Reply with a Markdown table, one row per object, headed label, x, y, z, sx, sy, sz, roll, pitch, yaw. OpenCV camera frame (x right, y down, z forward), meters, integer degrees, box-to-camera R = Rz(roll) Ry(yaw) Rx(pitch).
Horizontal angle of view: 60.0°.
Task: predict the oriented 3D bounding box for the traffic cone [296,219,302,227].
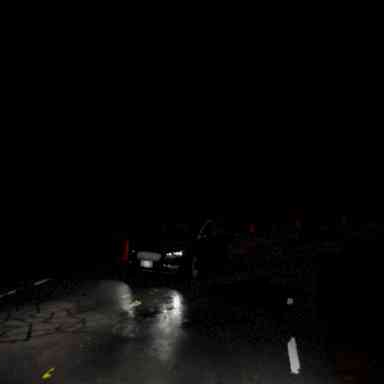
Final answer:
| label | x | y | z | sx | sy | sz | roll | pitch | yaw |
| --- | --- | --- | --- | --- | --- | --- | --- | --- | --- |
| traffic cone | 7.804 | 2.241 | 24.375 | 0.340 | 0.580 | 0.340 | 1 | 0 | -37 |

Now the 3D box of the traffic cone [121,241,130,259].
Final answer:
| label | x | y | z | sx | sy | sz | roll | pitch | yaw |
| --- | --- | --- | --- | --- | --- | --- | --- | --- | --- |
| traffic cone | -2.264 | 2.018 | 11.666 | 0.340 | 0.580 | 0.340 | 0 | 0 | 24 |

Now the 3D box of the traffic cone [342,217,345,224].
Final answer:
| label | x | y | z | sx | sy | sz | roll | pitch | yaw |
| --- | --- | --- | --- | --- | --- | --- | --- | --- | --- |
| traffic cone | 12.441 | 2.324 | 27.255 | 0.340 | 0.580 | 0.340 | 1 | 0 | -27 |

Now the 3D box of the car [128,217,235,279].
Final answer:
| label | x | y | z | sx | sy | sz | roll | pitch | yaw |
| --- | --- | --- | --- | --- | --- | --- | --- | --- | --- |
| car | -0.092 | 1.571 | 10.569 | 2.128 | 1.511 | 4.902 | 0 | -1 | 25 |
